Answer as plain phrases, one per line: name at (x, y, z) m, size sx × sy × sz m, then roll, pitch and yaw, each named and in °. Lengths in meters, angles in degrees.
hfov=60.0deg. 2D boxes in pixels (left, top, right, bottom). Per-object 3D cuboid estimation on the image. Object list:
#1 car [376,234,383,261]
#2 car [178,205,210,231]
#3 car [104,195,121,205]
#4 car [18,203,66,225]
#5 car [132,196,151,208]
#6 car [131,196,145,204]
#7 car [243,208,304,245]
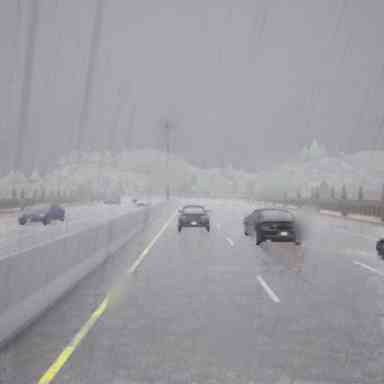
car at (7.104, 1.527, 9.248) m, size 1.812 × 1.442 × 4.674 m, roll 0°, pitch 0°, yaw 0°
car at (0.107, 1.526, 20.454) m, size 1.812 × 1.442 × 4.674 m, roll 0°, pitch 0°, yaw 0°
car at (-14.014, 1.377, 58.796) m, size 2.097 × 1.767 × 4.553 m, roll 0°, pitch 0°, yaw 1°
car at (-10.589, 1.525, 23.908) m, size 1.812 × 1.442 × 4.674 m, roll 0°, pitch 0°, yaw 0°
car at (-7.055, 1.536, 48.832) m, size 1.812 × 1.442 × 4.674 m, roll 0°, pitch 0°, yaw 0°
car at (-10.488, 1.516, 64.986) m, size 1.882 × 1.535 × 5.008 m, roll 0°, pitch 0°, yaw 0°
car at (3.605, 1.479, 15.484) m, size 1.882 × 1.535 × 5.008 m, roll 0°, pitch 0°, yaw 0°
